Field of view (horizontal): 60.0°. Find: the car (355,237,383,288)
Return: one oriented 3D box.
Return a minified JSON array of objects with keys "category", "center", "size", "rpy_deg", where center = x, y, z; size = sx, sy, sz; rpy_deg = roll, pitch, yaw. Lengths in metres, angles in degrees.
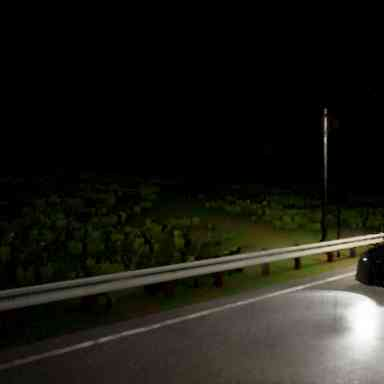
[{"category":"car","center":[5.821,1.568,8.051],"size":[4.181,1.385,1.994],"rpy_deg":[0,0,-35]}]
